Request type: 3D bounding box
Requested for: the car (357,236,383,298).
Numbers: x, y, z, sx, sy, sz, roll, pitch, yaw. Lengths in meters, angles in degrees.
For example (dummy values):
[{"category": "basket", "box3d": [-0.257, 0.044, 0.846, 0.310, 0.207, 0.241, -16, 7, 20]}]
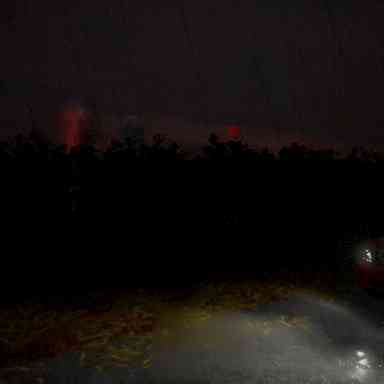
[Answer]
[{"category": "car", "box3d": [6.140, 1.305, 7.590, 5.566, 2.045, 2.150, 1, 0, -33]}]
